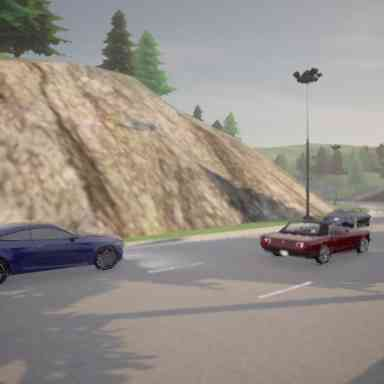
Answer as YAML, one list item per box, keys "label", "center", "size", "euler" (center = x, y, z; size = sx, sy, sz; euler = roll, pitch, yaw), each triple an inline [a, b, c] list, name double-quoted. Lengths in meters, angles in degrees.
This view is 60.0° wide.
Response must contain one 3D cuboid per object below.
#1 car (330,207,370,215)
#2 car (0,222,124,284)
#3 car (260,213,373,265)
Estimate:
- label: "car"
  center: [10.556, 1.689, 22.392]
  size: [4.181, 1.385, 1.994]
  euler: [0, 0, -45]
- label: "car"
  center: [-4.251, 1.571, 9.447]
  size: [4.674, 1.442, 1.812]
  euler: [0, 0, -36]
- label: "car"
  center: [4.646, 1.668, 12.056]
  size: [4.718, 1.301, 1.895]
  euler: [0, 0, -40]
